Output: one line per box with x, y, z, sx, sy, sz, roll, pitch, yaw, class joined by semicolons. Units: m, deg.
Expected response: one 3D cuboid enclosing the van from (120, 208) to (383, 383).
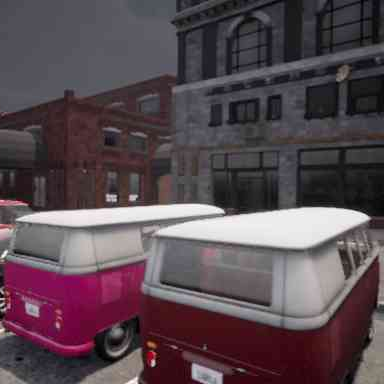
1.372;1.254;4.514;1.878;1.987;4.442;0;0;35;van

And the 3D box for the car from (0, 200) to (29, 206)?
-5.489;1.211;9.250;2.435;2.045;5.566;0;0;35;car

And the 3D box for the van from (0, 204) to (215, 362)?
-0.796;1.251;6.045;1.878;1.987;4.442;0;0;35;van
